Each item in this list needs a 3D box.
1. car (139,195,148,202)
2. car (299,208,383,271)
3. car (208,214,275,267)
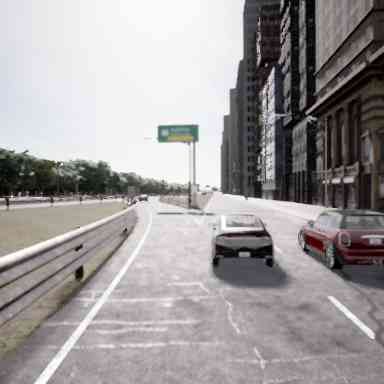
[{"bbox_3d":[-10.521,1.381,72.332,2.128,1.511,4.902,0,0,-12],"label":"car"},{"bbox_3d":[5.076,1.350,11.056,2.097,1.767,4.553,0,0,4],"label":"car"},{"bbox_3d":[1.605,1.507,11.531,2.128,1.511,4.902,0,0,4],"label":"car"}]
